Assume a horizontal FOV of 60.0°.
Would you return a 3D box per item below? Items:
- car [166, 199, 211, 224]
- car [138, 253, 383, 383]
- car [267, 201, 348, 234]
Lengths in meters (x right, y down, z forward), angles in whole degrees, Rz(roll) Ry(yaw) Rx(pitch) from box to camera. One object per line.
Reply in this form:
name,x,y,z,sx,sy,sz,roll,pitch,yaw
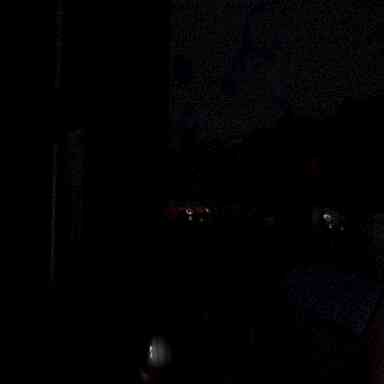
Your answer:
car,-0.651,1.304,24.160,2.097,1.767,4.553,2,-1,-36
car,2.132,1.552,4.107,5.357,1.411,2.033,0,0,-30
car,6.709,1.372,19.577,2.097,1.767,4.553,2,-1,-36
